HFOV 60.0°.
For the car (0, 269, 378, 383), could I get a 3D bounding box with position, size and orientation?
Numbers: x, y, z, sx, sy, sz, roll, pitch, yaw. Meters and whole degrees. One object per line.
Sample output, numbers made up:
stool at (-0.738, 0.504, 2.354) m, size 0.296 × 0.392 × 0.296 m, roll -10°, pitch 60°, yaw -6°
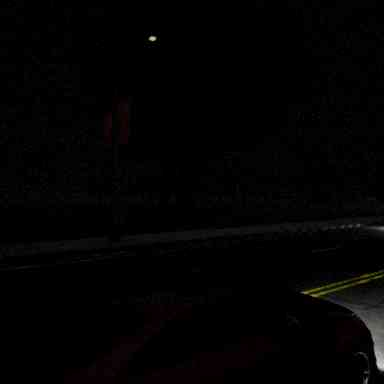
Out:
car at (0.121, 1.575, 3.525) m, size 4.181 × 1.385 × 1.994 m, roll 0°, pitch 0°, yaw -35°
